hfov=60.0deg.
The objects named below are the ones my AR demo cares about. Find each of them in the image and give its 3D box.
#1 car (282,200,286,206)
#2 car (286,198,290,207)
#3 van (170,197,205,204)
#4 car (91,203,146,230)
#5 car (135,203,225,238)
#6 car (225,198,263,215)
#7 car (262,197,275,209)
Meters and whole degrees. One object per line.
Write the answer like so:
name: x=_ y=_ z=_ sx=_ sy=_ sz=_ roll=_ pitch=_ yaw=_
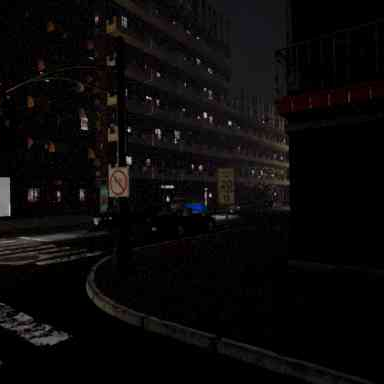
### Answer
car: x=15.803 y=1.497 z=52.915 sx=1.752 sy=1.417 sz=4.829 roll=-1 pitch=-1 yaw=36
car: x=15.853 y=1.465 z=48.592 sx=1.812 sy=1.442 sz=4.674 roll=-1 pitch=-1 yaw=36
van: x=-0.355 y=1.366 z=30.437 sx=1.690 sy=1.788 sz=3.998 roll=-1 pitch=-1 yaw=36
car: x=-4.086 y=1.483 z=21.037 sx=2.128 sy=1.511 sz=4.902 roll=-1 pitch=0 yaw=35
car: x=-0.454 y=1.436 z=16.792 sx=2.008 sy=1.369 sz=4.403 roll=-1 pitch=-1 yaw=36
car: x=5.069 y=1.562 z=33.749 sx=1.895 sy=1.301 sz=4.718 roll=-1 pitch=-1 yaw=36
car: x=9.399 y=1.432 z=44.007 sx=1.967 sy=1.590 sz=4.097 roll=-1 pitch=-1 yaw=36
